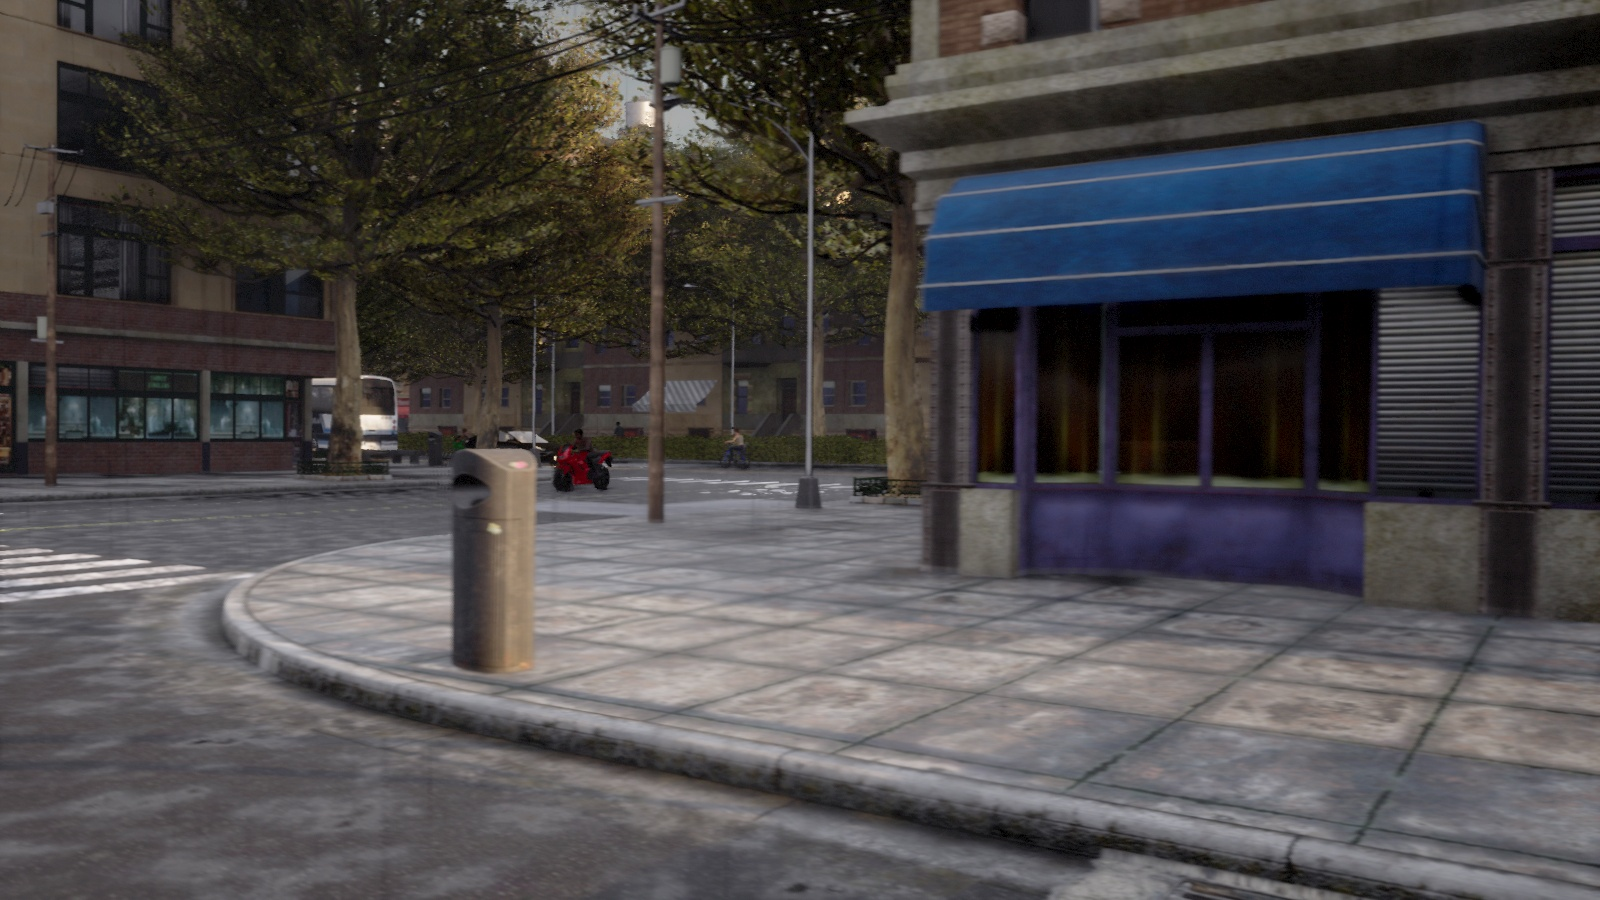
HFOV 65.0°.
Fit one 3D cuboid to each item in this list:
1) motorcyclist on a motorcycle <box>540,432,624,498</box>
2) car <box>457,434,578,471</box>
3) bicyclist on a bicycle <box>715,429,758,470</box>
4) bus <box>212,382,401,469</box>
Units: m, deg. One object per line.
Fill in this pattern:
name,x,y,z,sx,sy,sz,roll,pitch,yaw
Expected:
motorcyclist on a motorcycle,-5.227,0.334,30.258,0.797,1.523,2.044,0,1,32
car,-11.830,0.097,52.453,4.792,1.488,2.163,0,1,33
bicyclist on a bicycle,-2.550,-0.020,50.577,1.509,1.612,0.866,0,1,33
bus,-25.901,-1.341,65.653,10.273,4.253,3.944,2,2,33
